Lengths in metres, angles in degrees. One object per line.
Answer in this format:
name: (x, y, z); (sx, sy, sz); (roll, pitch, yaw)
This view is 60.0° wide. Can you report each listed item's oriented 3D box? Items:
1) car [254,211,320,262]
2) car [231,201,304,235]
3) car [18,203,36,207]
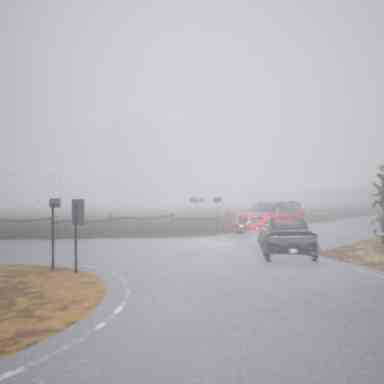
car: (3.678, 1.713, 13.063); (2.128, 1.511, 4.902); (-2, -1, 10)
car: (4.899, 1.577, 20.745); (5.566, 2.045, 2.150); (0, -1, -41)
car: (-41.497, 3.659, 84.268); (4.611, 1.667, 2.242); (0, -2, -44)
